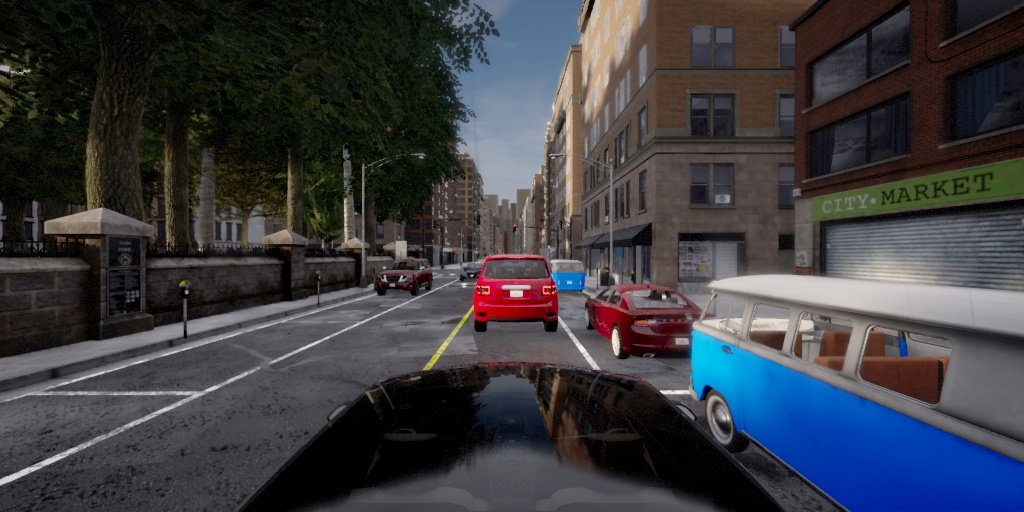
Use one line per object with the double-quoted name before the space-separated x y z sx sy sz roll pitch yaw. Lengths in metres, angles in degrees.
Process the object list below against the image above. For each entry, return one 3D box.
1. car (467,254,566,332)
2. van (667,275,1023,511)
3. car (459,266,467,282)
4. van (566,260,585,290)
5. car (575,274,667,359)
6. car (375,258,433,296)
"car" 0.093 0.970 10.997 2.150 2.045 5.566 0 0 0
"van" 2.856 1.091 2.578 1.690 1.789 3.998 0 0 0
"car" -3.021 1.302 28.988 1.994 1.385 4.181 0 0 0
"van" 2.849 1.085 19.560 1.690 1.789 3.998 0 0 0
"car" 2.854 1.294 8.239 1.888 1.381 4.507 0 0 0
"car" -5.676 1.059 19.516 2.192 1.841 5.009 0 0 0
